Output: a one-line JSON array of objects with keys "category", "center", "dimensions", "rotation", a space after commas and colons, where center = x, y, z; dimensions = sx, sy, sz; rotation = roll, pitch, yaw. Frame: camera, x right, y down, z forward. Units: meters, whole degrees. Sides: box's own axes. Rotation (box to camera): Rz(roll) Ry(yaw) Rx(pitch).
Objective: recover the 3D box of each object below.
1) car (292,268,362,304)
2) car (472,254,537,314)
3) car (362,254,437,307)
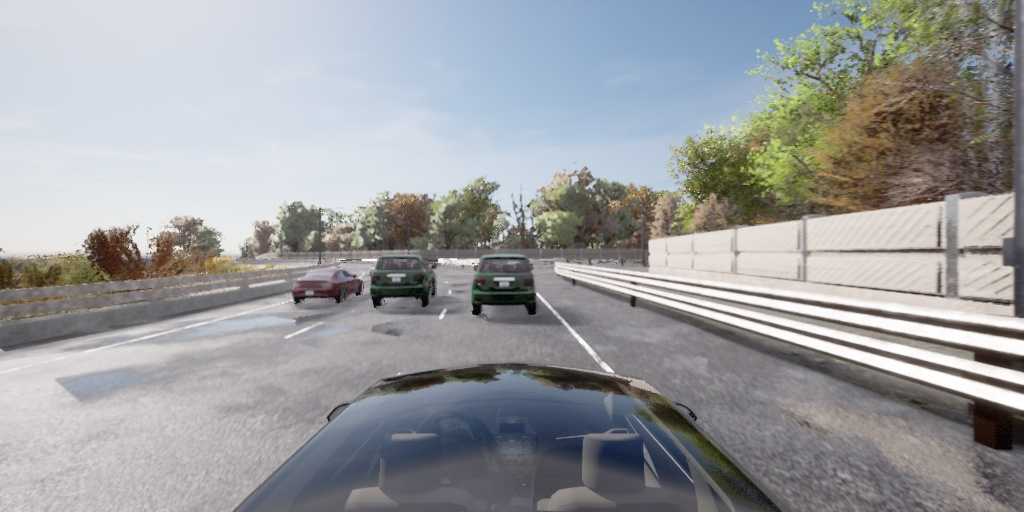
[{"category": "car", "center": [-8.220, 1.275, 16.281], "dimensions": [1.812, 1.442, 4.674], "rotation": [0, 0, -8]}, {"category": "car", "center": [-0.307, 0.943, 13.734], "dimensions": [2.150, 2.045, 5.566], "rotation": [0, 0, -2]}, {"category": "car", "center": [-4.578, 0.955, 15.720], "dimensions": [2.150, 2.045, 5.566], "rotation": [0, 0, -8]}]
